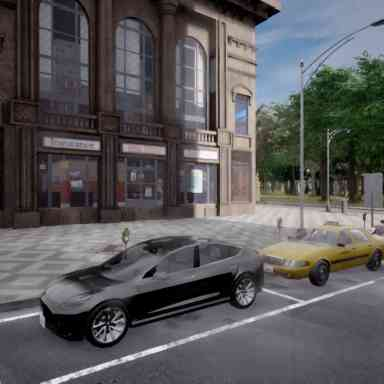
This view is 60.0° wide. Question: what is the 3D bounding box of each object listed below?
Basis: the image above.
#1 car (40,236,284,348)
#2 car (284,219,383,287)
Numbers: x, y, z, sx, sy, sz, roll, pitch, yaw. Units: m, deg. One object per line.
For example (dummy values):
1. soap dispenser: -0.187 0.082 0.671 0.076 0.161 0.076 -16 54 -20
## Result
1. car: -0.494 1.566 6.301 4.313 1.339 1.947 0 0 -36
2. car: 3.793 1.526 9.363 4.829 1.417 1.752 0 0 -36
